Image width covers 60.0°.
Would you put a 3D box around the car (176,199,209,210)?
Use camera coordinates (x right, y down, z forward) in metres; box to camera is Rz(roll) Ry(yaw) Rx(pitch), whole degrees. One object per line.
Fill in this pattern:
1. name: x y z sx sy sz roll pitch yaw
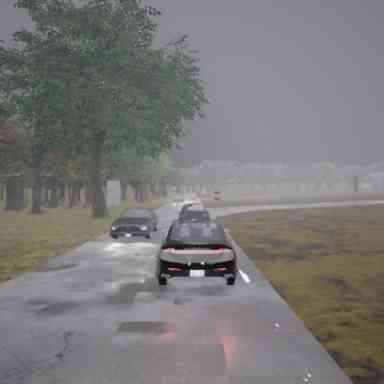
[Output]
1. car: 0.120 1.438 21.468 1.882 1.535 5.008 0 0 -1

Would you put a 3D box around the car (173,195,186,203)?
1. car: -2.641 1.464 65.634 1.812 1.442 4.674 0 0 1

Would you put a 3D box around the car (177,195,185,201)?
1. car: -2.585 1.442 81.010 1.837 1.490 4.892 0 0 0

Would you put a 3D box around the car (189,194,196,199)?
1. car: 0.190 1.290 93.615 1.812 1.442 4.674 0 0 0

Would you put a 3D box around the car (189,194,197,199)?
1. car: 0.169 1.411 83.194 1.882 1.535 5.008 0 0 0

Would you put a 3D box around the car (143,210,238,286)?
1. car: 0.116 1.469 9.304 2.128 1.511 4.902 0 0 0

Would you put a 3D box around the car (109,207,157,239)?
1. car: -2.788 1.513 17.250 2.033 1.411 5.357 0 0 0
